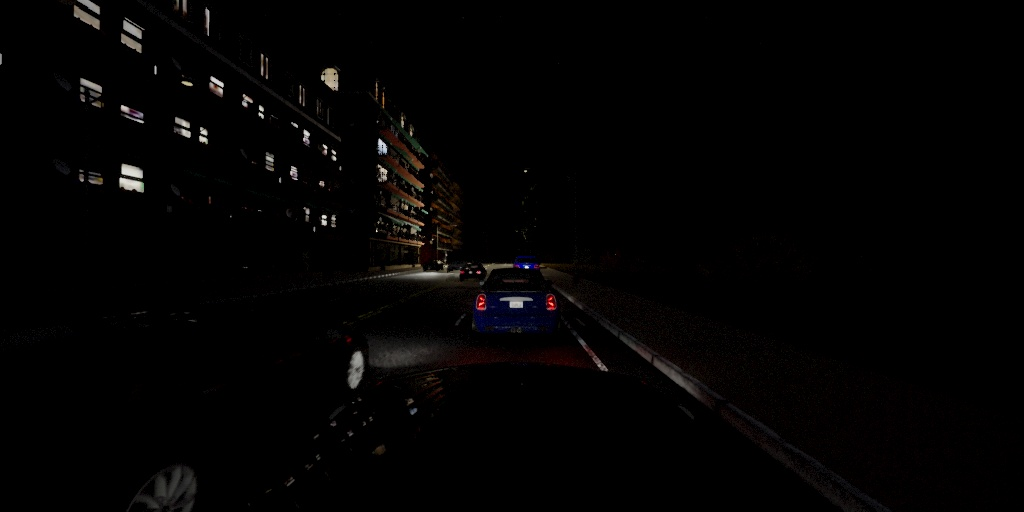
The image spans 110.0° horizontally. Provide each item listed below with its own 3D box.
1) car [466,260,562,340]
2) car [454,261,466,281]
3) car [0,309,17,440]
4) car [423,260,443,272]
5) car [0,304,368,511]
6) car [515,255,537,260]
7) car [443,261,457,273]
[{"bbox_3d":[0.099,1.103,10.122,2.097,1.767,4.553,0,0,0],"label":"car"},{"bbox_3d":[-3.152,1.299,29.789,2.033,1.411,5.357,0,0,0],"label":"car"},{"bbox_3d":[-6.601,1.298,1.363,2.033,1.411,5.357,0,0,0],"label":"car"},{"bbox_3d":[-9.846,1.243,45.074,2.128,1.511,4.902,0,0,0],"label":"car"},{"bbox_3d":[-3.152,1.253,3.703,1.837,1.490,4.892,0,0,0],"label":"car"},{"bbox_3d":[1.140,0.978,30.076,2.150,2.045,5.566,0,0,0],"label":"car"},{"bbox_3d":[-6.597,1.278,42.898,1.812,1.442,4.674,0,0,0],"label":"car"}]
